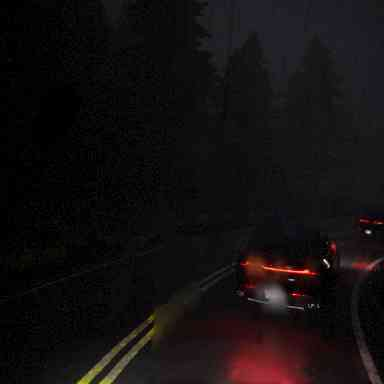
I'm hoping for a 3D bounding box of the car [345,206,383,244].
[{"bbox_3d":[9.479,1.409,15.351,4.892,1.490,1.837,-1,5,-33],"label":"car"}]

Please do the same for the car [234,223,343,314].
[{"bbox_3d":[2.427,1.503,7.857,1.837,1.490,4.892,2,1,25],"label":"car"}]
